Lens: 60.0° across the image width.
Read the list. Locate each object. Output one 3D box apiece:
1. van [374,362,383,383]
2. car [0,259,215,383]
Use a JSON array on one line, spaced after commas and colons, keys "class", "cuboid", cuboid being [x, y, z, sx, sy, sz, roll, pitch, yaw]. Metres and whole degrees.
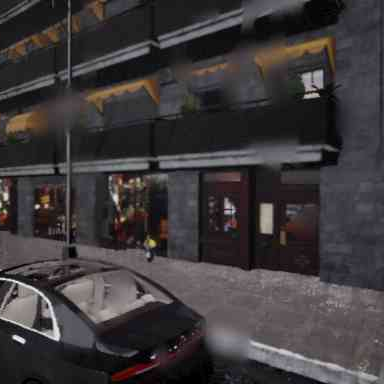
[{"class": "van", "cuboid": [2.700, 1.347, 0.946, 3.998, 1.788, 1.690, 0, 0, 35]}, {"class": "car", "cuboid": [-1.819, 1.539, 4.169, 4.403, 1.369, 2.008, 0, 0, 35]}]
